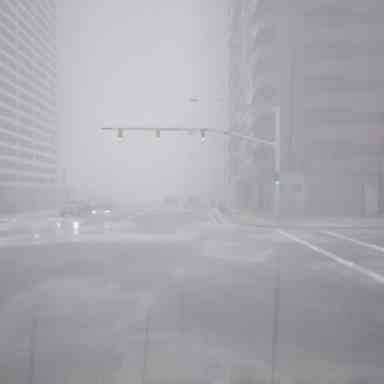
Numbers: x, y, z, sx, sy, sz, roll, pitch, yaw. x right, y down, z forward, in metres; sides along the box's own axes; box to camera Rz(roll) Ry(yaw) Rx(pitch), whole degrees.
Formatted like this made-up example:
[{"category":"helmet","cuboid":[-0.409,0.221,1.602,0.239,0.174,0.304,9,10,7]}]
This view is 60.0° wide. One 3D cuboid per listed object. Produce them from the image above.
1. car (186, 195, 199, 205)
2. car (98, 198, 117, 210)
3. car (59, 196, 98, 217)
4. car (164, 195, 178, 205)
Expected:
[{"category":"car","cuboid":[0.111,1.240,54.880,2.097,1.767,4.553,0,0,0]},{"category":"car","cuboid":[-10.583,1.442,41.020,1.812,1.442,4.674,0,0,0]},{"category":"car","cuboid":[-10.595,1.442,30.761,1.837,1.490,4.892,0,0,0]},{"category":"car","cuboid":[-3.393,1.240,54.880,2.097,1.767,4.553,0,0,0]}]
